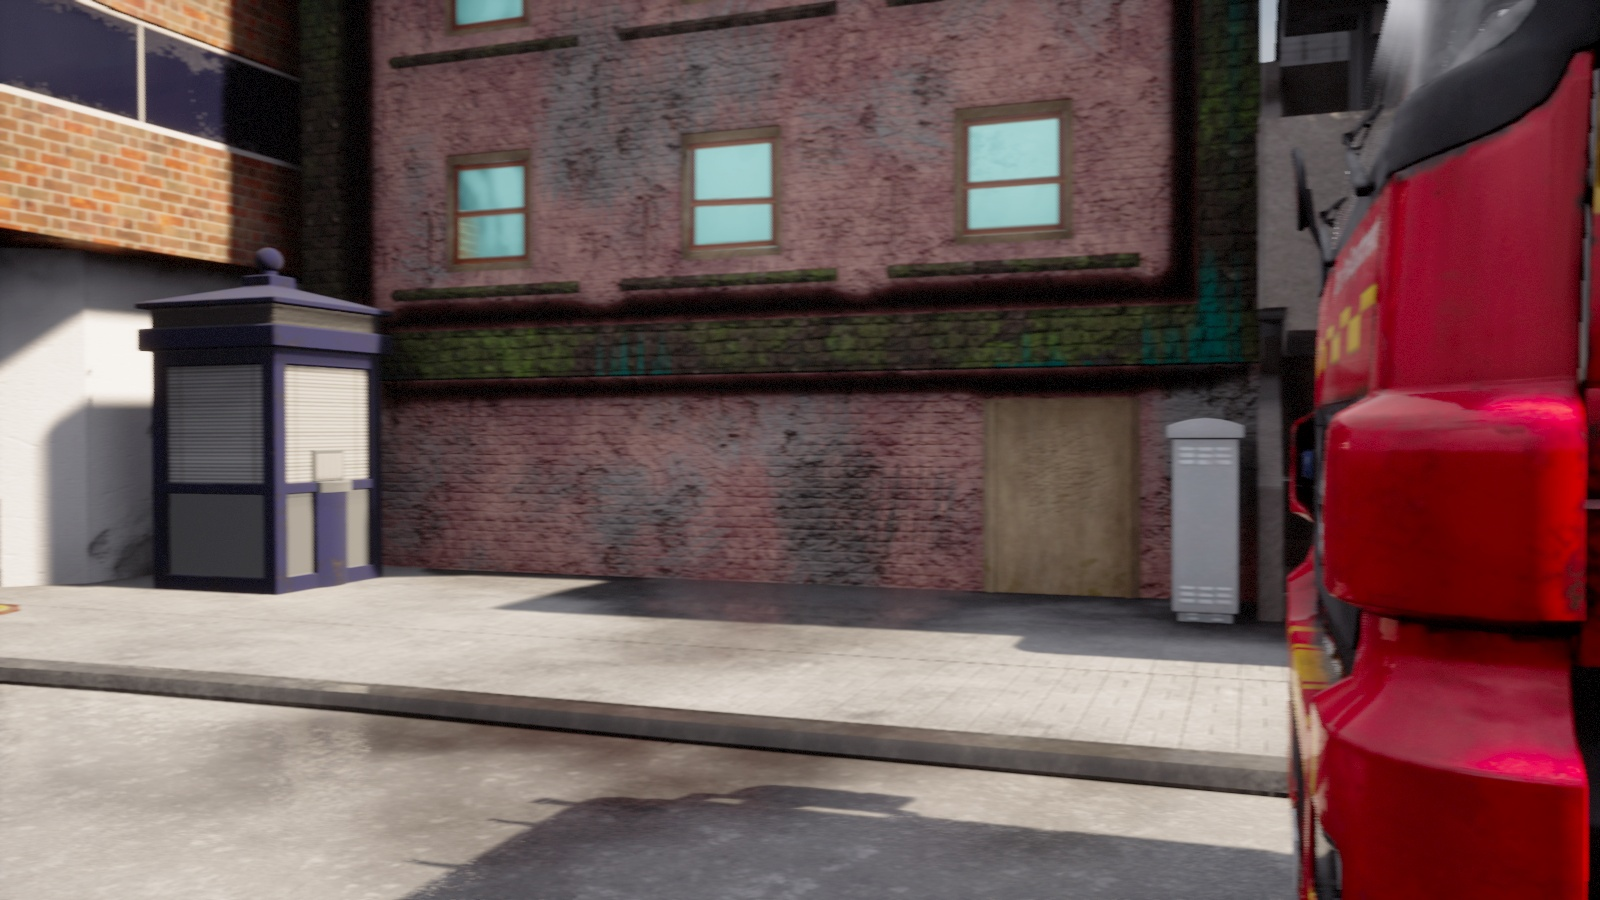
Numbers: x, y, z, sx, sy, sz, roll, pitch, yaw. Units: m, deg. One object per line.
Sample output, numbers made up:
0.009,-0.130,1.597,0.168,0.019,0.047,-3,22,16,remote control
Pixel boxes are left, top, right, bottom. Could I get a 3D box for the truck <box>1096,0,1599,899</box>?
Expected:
4.962,-0.352,1.955,8.468,3.827,2.891,1,1,20,truck
